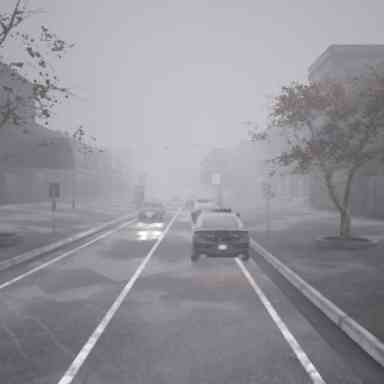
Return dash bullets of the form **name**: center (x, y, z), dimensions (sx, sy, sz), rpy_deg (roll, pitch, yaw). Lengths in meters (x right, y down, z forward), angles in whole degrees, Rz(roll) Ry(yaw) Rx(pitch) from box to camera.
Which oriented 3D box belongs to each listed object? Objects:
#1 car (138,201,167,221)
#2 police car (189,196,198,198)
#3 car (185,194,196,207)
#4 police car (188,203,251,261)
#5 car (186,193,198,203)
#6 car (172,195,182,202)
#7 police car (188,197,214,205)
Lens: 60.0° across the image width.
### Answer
- **car**: center (-3.093, 1.460, 26.572), dimensions (2.128, 1.511, 4.902), rpy_deg (0, 0, 0)
- **police car**: center (0.905, 1.392, 28.387), dimensions (1.930, 1.638, 5.238), rpy_deg (0, 0, 0)
- **car**: center (0.017, 1.449, 48.988), dimensions (1.812, 1.442, 4.674), rpy_deg (0, 0, 0)
- **police car**: center (0.902, 1.411, 12.386), dimensions (1.930, 1.638, 5.238), rpy_deg (0, 0, 0)
- **car**: center (0.013, 1.177, 63.088), dimensions (2.097, 1.767, 4.553), rpy_deg (0, 1, 0)
- **car**: center (-2.991, 1.333, 66.969), dimensions (2.033, 1.411, 5.357), rpy_deg (0, 1, 0)
- **police car**: center (0.904, 1.399, 22.387), dimensions (1.930, 1.638, 5.238), rpy_deg (0, 0, 0)
